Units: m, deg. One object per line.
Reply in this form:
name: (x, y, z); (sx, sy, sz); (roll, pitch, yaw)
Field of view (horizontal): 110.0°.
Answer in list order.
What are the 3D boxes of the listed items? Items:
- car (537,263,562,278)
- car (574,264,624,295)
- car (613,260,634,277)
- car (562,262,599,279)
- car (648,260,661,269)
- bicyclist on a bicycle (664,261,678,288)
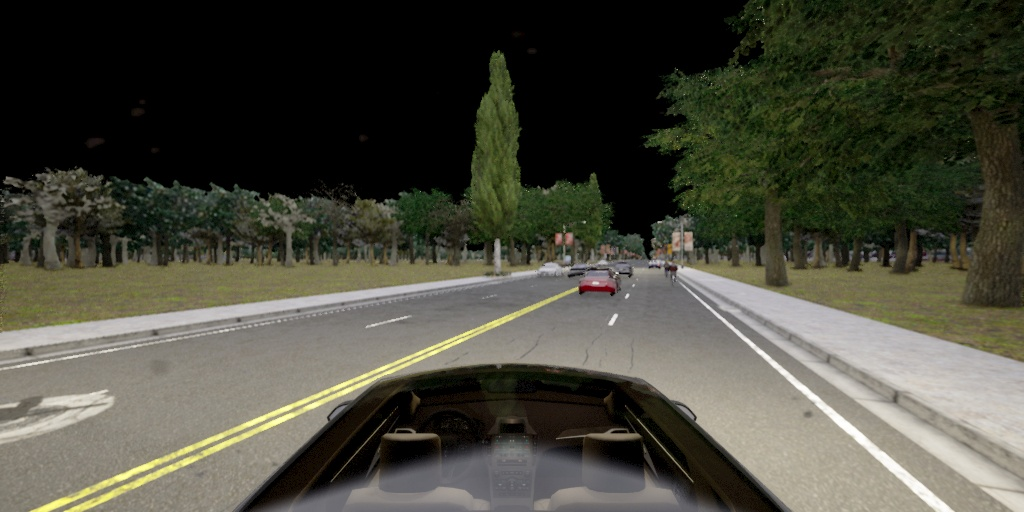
car: (3.891, 1.409, 36.005); (1.812, 1.442, 4.674); (0, 0, 21)
car: (5.077, 1.382, 20.463); (1.994, 1.385, 4.181); (0, 0, 21)
car: (11.485, 1.422, 37.071); (2.033, 1.411, 5.357); (0, 0, 21)
car: (6.615, 1.418, 34.042); (2.033, 1.411, 5.357); (0, 0, 21)
car: (23.899, 1.552, 60.225); (1.895, 1.301, 4.718); (0, 0, 21)
bicyclist on a bicycle: (10.754, 1.193, 23.947); (0.659, 1.776, 1.843); (0, 0, 21)
